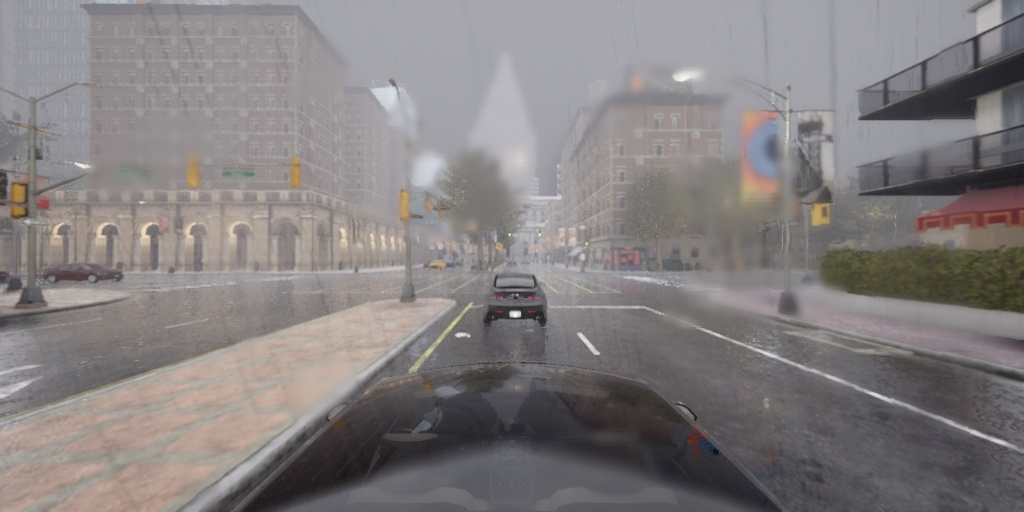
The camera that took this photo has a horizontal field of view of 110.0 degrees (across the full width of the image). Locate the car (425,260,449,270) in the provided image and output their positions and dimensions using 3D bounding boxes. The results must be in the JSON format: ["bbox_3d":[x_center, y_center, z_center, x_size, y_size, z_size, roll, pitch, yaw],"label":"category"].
[{"bbox_3d":[-11.557,1.397,55.739,1.882,1.535,5.008,0,0,0],"label":"car"}]

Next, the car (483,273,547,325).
[{"bbox_3d":[0.096,1.288,11.914,1.837,1.490,4.892,0,0,0],"label":"car"}]

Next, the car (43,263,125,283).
[{"bbox_3d":[-33.709,1.310,28.323,5.008,1.535,1.882,0,0,0],"label":"car"}]

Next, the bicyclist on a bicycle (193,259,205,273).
[{"bbox_3d":[-37.286,1.178,42.774,0.582,1.620,1.656,0,0,0],"label":"bicyclist on a bicycle"}]

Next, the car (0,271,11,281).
[{"bbox_3d":[-43.001,1.433,28.305,4.718,1.301,1.895,0,0,0],"label":"car"}]
